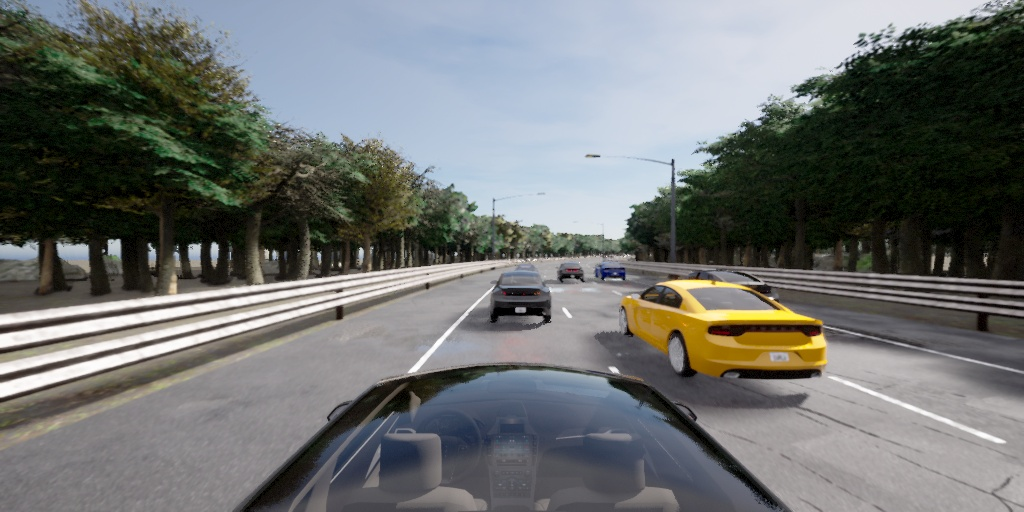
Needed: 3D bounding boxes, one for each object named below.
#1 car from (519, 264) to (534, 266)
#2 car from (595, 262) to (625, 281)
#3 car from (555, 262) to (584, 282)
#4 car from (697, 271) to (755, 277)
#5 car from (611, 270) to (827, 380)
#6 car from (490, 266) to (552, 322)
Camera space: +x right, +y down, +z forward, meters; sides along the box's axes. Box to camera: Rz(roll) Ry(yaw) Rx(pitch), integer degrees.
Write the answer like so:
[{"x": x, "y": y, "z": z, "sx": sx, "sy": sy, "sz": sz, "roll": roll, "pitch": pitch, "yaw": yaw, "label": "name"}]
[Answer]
[{"x": 1.154, "y": 1.313, "z": 29.236, "sx": 1.994, "sy": 1.385, "sz": 4.181, "roll": 0, "pitch": 0, "yaw": 4, "label": "car"}, {"x": 8.259, "y": 1.233, "z": 30.529, "sx": 1.882, "sy": 1.535, "sz": 5.008, "roll": 0, "pitch": 0, "yaw": 4, "label": "car"}, {"x": 4.630, "y": 1.256, "z": 28.797, "sx": 1.837, "sy": 1.490, "sz": 4.892, "roll": 0, "pitch": 0, "yaw": 4, "label": "car"}, {"x": 7.331, "y": 1.259, "z": 13.022, "sx": 1.837, "sy": 1.490, "sz": 4.892, "roll": 0, "pitch": 0, "yaw": 2, "label": "car"}, {"x": 3.691, "y": 1.230, "z": 7.372, "sx": 1.882, "sy": 1.535, "sz": 5.008, "roll": 0, "pitch": 0, "yaw": 1, "label": "car"}, {"x": 0.305, "y": 1.252, "z": 12.303, "sx": 1.837, "sy": 1.490, "sz": 4.892, "roll": 0, "pitch": 0, "yaw": 2, "label": "car"}]
